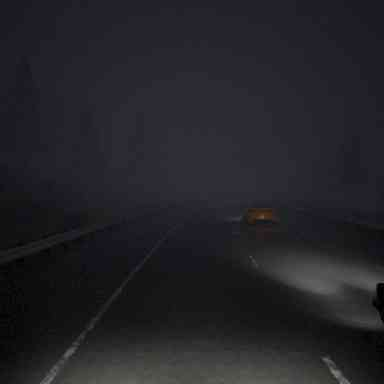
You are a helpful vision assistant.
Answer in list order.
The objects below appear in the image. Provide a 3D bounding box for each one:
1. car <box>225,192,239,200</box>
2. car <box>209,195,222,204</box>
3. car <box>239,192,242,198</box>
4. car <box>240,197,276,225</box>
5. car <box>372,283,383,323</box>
[{"bbox_3d":[8.704,0.894,75.138,2.097,1.767,4.553,0,0,14],"label":"car"},{"bbox_3d":[4.181,1.232,58.959,1.882,1.535,5.008,0,0,10],"label":"car"},{"bbox_3d":[12.347,0.835,89.641,2.097,1.767,4.553,0,0,15],"label":"car"},{"bbox_3d":[4.553,1.383,23.163,1.882,1.535,5.008,0,0,4],"label":"car"},{"bbox_3d":[3.659,1.591,2.952,1.895,1.301,4.718,0,0,1],"label":"car"}]
